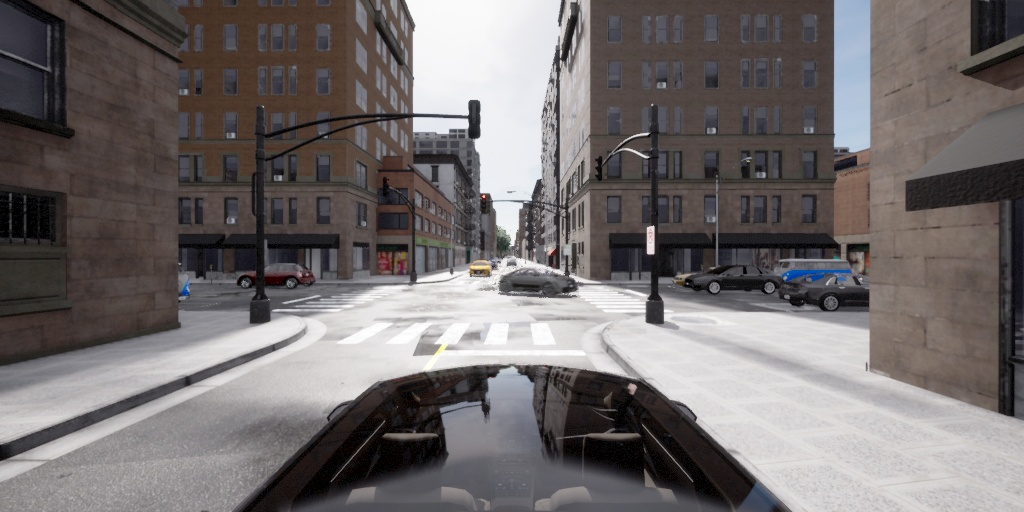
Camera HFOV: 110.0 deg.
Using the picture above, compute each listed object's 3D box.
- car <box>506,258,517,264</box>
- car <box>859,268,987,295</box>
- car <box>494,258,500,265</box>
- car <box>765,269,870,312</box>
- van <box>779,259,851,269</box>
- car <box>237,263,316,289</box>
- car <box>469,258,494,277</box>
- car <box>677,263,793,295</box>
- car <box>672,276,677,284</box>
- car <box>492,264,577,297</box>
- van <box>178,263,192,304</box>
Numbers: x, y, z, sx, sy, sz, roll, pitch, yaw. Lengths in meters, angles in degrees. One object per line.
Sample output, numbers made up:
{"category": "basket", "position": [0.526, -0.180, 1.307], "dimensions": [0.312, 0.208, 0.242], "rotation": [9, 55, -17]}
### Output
{"category": "car", "position": [-0.044, 1.252, 63.714], "dimensions": [2.033, 1.411, 5.357], "rotation": [0, 0, 0]}
{"category": "car", "position": [21.949, 1.343, 19.306], "dimensions": [4.718, 1.301, 1.895], "rotation": [0, 0, 1]}
{"category": "car", "position": [-3.133, 1.320, 52.851], "dimensions": [1.895, 1.301, 4.718], "rotation": [0, 0, 0]}
{"category": "car", "position": [12.513, 1.303, 13.441], "dimensions": [4.403, 1.370, 2.007], "rotation": [0, 0, 1]}
{"category": "van", "position": [18.247, 1.078, 21.911], "dimensions": [3.998, 1.789, 1.690], "rotation": [0, 0, 1]}
{"category": "car", "position": [-14.617, 1.170, 22.230], "dimensions": [4.097, 1.591, 1.967], "rotation": [0, 0, 1]}
{"category": "car", "position": [-3.125, 1.213, 35.651], "dimensions": [1.882, 1.535, 5.008], "rotation": [0, 0, 0]}
{"category": "car", "position": [11.916, 1.246, 19.416], "dimensions": [4.892, 1.490, 1.837], "rotation": [0, 0, -1]}
{"category": "car", "position": [12.408, 1.261, 21.968], "dimensions": [4.829, 1.417, 1.751], "rotation": [0, 0, 1]}
{"category": "car", "position": [1.299, 1.309, 18.950], "dimensions": [4.181, 1.385, 1.994], "rotation": [0, 0, 36]}
{"category": "van", "position": [-14.682, 1.088, 13.704], "dimensions": [3.998, 1.789, 1.690], "rotation": [0, 0, 1]}
